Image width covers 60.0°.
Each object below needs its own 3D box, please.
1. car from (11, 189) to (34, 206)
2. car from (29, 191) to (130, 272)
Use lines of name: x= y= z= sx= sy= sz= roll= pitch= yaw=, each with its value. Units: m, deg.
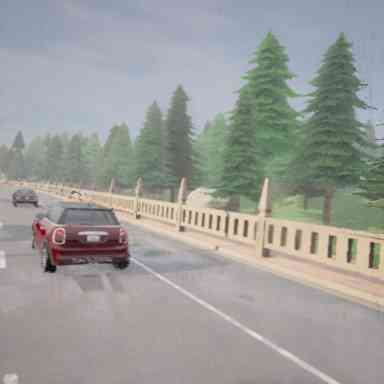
car: x=-14.304 y=0.443 z=28.486 sx=2.033 sy=1.411 sz=5.357 roll=4 pitch=0 yaw=-30
car: x=-3.496 y=1.079 z=10.018 sx=2.097 sy=1.767 sz=4.553 roll=4 pitch=0 yaw=-30
